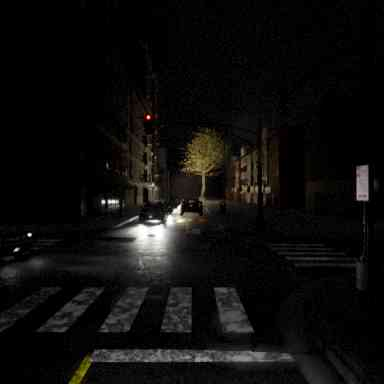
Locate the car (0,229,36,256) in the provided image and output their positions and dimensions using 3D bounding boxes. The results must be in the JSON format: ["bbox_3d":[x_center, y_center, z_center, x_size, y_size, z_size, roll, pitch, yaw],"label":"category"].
[{"bbox_3d":[-7.853,1.552,11.199,4.718,1.301,1.895,0,0,10],"label":"car"}]

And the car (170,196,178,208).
[{"bbox_3d":[-2.919,1.542,44.141,1.994,1.385,4.181,0,0,0],"label":"car"}]

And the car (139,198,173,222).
[{"bbox_3d":[-2.905,1.479,25.744,2.128,1.511,4.902,0,0,0],"label":"car"}]

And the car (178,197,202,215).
[{"bbox_3d":[-0.026,1.334,33.542,2.097,1.767,4.553,0,0,1],"label":"car"}]

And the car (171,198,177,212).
[{"bbox_3d":[-2.929,1.582,34.955,1.895,1.301,4.718,0,0,0],"label":"car"}]

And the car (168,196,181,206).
[{"bbox_3d":[-2.877,1.481,54.465,1.837,1.490,4.892,0,0,0],"label":"car"}]
